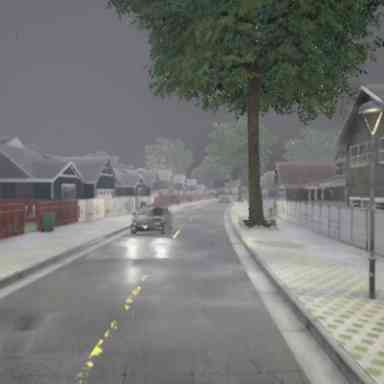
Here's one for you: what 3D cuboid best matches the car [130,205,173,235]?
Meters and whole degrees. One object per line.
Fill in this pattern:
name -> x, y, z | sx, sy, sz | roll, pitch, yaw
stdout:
car -> -2.174, 1.531, 18.962 | 1.837, 1.490, 4.892 | 0, -1, 4

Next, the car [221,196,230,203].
car -> 8.025, 1.746, 78.814 | 1.994, 1.385, 4.181 | 0, 0, 8

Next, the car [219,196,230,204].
car -> 6.605, 1.758, 68.844 | 1.994, 1.385, 4.181 | 0, 0, 8
